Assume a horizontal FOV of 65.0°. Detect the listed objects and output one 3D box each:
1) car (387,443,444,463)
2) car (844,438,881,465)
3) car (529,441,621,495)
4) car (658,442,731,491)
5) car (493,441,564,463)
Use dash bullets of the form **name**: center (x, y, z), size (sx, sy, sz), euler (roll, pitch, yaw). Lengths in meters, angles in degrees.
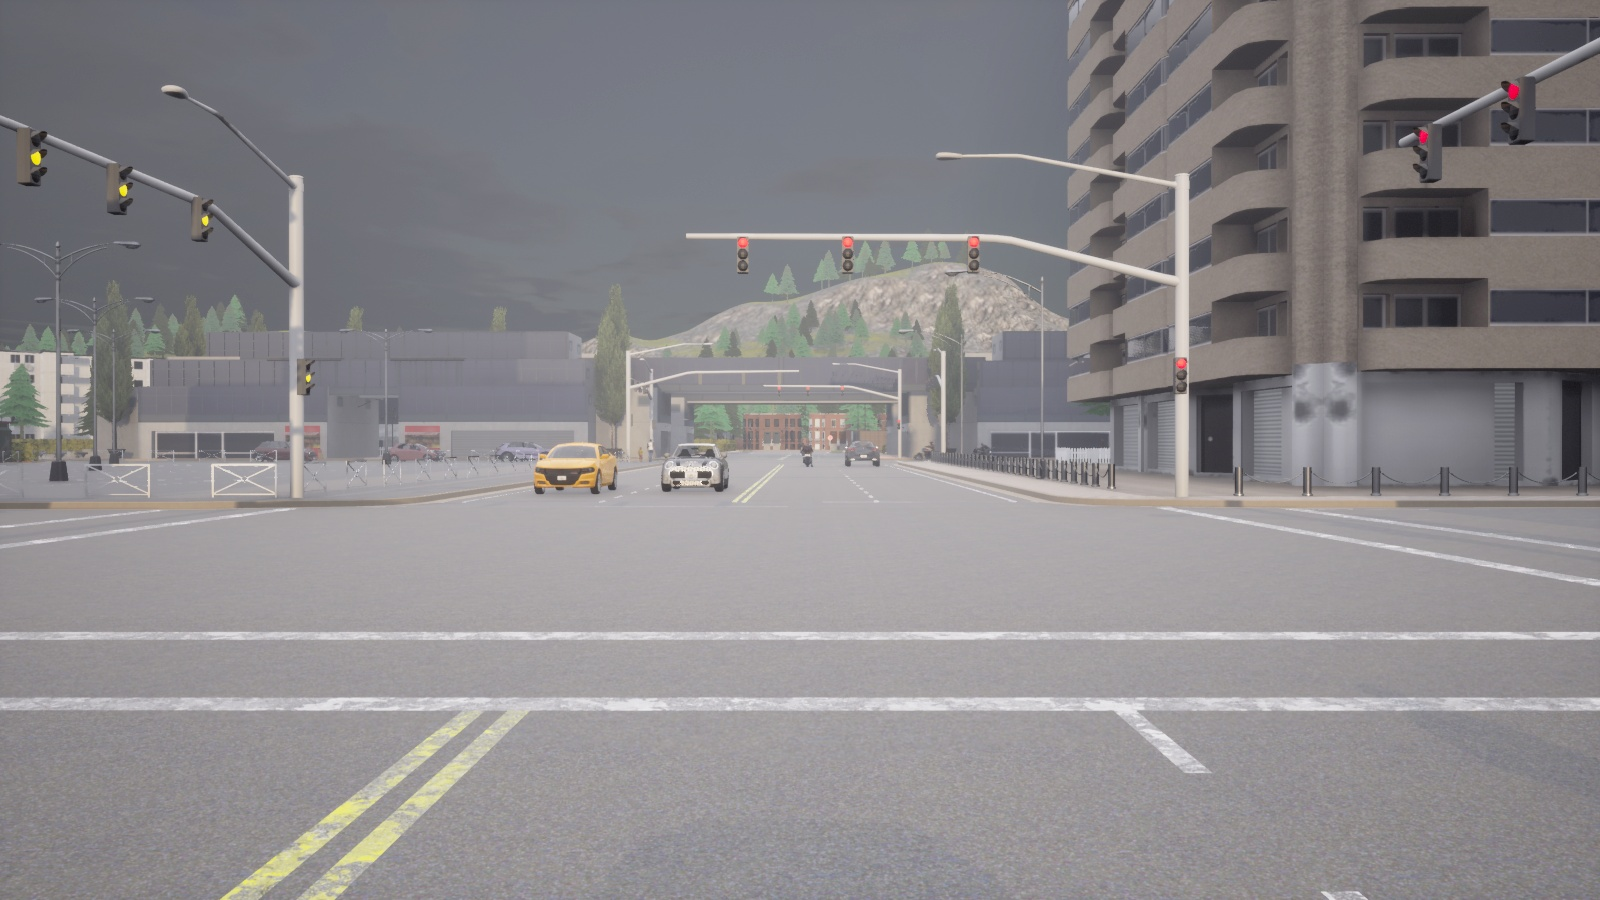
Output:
- **car**: center (-28.654, 0.209, 93.600), size (3.633, 1.501, 1.845), euler (0, 0, 2)
- **car**: center (3.982, 0.073, 80.615), size (2.152, 1.651, 5.027), euler (0, 0, 0)
- **car**: center (-6.764, 0.503, 38.227), size (1.882, 1.535, 5.008), euler (0, 0, 0)
- **car**: center (-3.257, 0.486, 39.460), size (1.970, 1.475, 3.806), euler (0, 0, 0)
- **car**: center (-20.163, 0.133, 93.345), size (4.856, 1.649, 2.033), euler (0, 0, 1)
